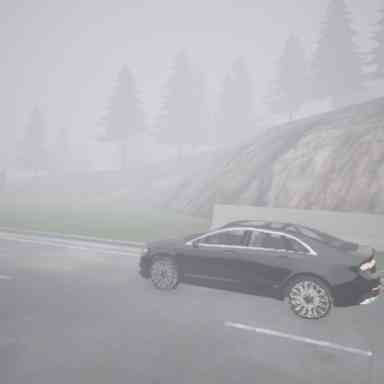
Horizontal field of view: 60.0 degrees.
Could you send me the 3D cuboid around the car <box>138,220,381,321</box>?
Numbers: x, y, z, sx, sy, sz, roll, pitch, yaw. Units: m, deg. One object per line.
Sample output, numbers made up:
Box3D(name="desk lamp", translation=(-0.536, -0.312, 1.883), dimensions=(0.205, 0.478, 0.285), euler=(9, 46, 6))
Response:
Box3D(name="car", translation=(1.146, 1.347, 6.967), dimensions=(4.902, 1.511, 2.128), euler=(2, 1, 28))
